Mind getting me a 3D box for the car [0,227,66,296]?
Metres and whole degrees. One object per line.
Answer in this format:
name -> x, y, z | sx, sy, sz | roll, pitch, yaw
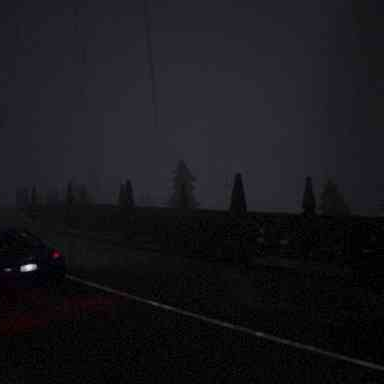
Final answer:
car -> -4.969, 1.581, 8.379 | 4.181, 1.385, 1.994 | 0, 0, 41
